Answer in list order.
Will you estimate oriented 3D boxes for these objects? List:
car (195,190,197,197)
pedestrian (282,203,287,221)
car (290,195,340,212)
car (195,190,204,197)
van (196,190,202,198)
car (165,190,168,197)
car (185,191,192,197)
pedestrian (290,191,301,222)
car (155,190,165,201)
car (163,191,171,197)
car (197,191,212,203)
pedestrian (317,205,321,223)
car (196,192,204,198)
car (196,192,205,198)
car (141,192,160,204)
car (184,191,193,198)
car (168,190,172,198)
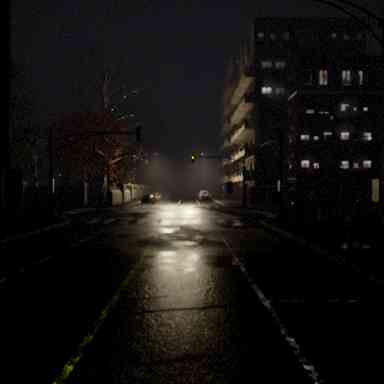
[{"bbox_3d":[2.001,0.645,70.111,1.967,1.590,4.097,0,1,-1],"label":"car"},{"bbox_3d":[5.927,1.265,21.301,0.500,1.100,0.500,0,0,-1],"label":"pedestrian"},{"bbox_3d":[13.119,1.185,35.380,5.009,1.841,2.192,1,-1,-1],"label":"car"},{"bbox_3d":[1.834,0.348,86.998,2.192,1.841,5.009,0,1,-1],"label":"car"},{"bbox_3d":[2.113,0.664,58.851,1.690,1.788,3.998,0,1,-1],"label":"van"},{"bbox_3d":[-6.323,0.576,64.397,2.192,1.841,5.009,0,1,-1],"label":"car"},{"bbox_3d":[-0.855,0.412,86.696,1.837,1.490,4.892,0,1,-1],"label":"car"},{"bbox_3d":[6.228,0.899,20.101,0.375,1.860,0.375,0,0,-1],"label":"pedestrian"},{"bbox_3d":[-6.266,0.848,58.600,1.752,1.417,4.829,0,1,-1],"label":"car"},{"bbox_3d":[-6.546,0.470,86.917,1.967,1.590,4.097,0,1,-1],"label":"car"},{"bbox_3d":[2.168,0.929,53.223,1.887,1.381,4.507,0,1,-1],"label":"car"},{"bbox_3d":[7.926,1.322,20.721,0.500,1.100,0.500,0,0,-1],"label":"pedestrian"},{"bbox_3d":[1.889,0.634,81.371,1.887,1.381,4.507,0,1,-1],"label":"car"},{"bbox_3d":[1.944,0.697,75.742,2.008,1.369,4.403,0,1,-1],"label":"car"},{"bbox_3d":[-6.156,1.009,47.511,1.947,1.339,4.313,0,1,-1],"label":"car"},{"bbox_3d":[-0.754,0.678,76.280,2.033,1.411,5.357,0,1,-1],"label":"car"},{"bbox_3d":[-6.491,0.527,81.288,1.967,1.590,4.097,0,1,-1],"label":"car"}]
